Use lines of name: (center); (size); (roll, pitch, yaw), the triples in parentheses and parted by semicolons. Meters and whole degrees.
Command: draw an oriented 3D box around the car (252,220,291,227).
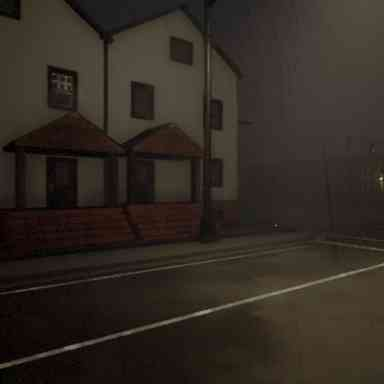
car: (6.816, 3.356, 30.339); (2.097, 1.767, 4.553); (-1, -12, -36)
